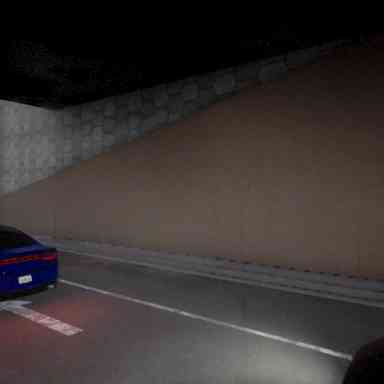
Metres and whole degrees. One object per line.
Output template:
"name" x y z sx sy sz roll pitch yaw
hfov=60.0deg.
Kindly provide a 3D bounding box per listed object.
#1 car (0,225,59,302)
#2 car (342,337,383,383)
"car" -5.121 1.478 7.650 5.008 1.535 1.882 0 0 36
"car" 3.303 1.503 1.521 4.892 1.490 1.837 -1 0 37
